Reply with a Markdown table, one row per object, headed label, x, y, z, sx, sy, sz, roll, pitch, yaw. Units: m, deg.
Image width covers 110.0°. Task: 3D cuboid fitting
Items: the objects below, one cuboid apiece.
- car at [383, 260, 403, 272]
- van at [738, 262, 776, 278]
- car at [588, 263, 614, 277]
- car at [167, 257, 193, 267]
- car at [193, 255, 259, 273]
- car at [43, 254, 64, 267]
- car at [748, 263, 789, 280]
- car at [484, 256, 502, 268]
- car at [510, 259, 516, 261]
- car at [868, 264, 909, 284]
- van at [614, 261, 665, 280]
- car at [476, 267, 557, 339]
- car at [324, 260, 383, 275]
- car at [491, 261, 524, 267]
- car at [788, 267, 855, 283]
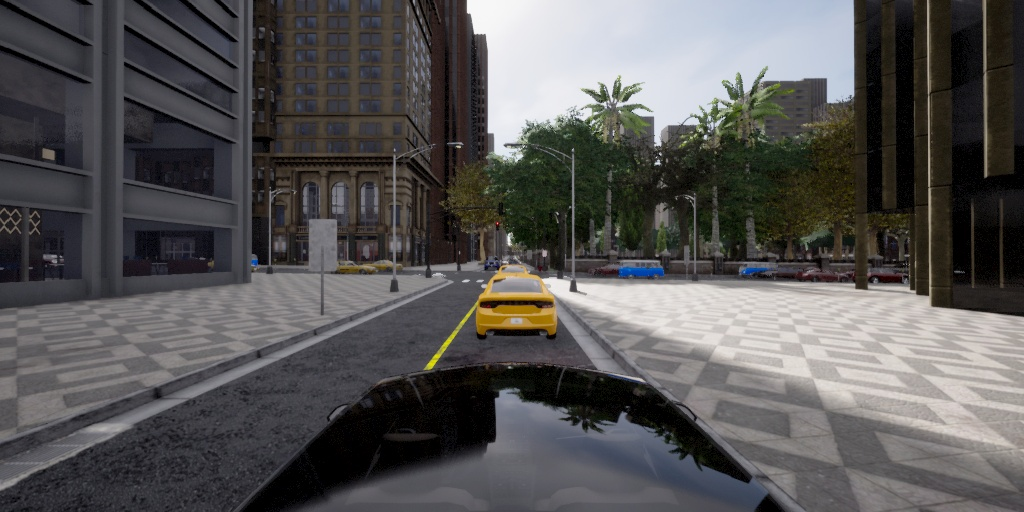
| label | x | y | z | sx | sy | sz | roll | pitch | yaw |
| --- | --- | --- | --- | --- | --- | --- | --- | --- | --- |
| car | -15.272 | 1.110 | 41.851 | 4.829 | 1.417 | 1.751 | 0 | 0 | 0 |
| van | 28.554 | 1.646 | 41.579 | 3.998 | 1.789 | 1.690 | 0 | 0 | 0 |
| car | 10.680 | 1.520 | 39.025 | 4.674 | 1.442 | 1.812 | 1 | 0 | 0 |
| car | -37.782 | 0.783 | 41.992 | 4.313 | 1.339 | 1.948 | 0 | 0 | 0 |
| car | -26.316 | 0.874 | 33.395 | 4.829 | 1.417 | 1.751 | 0 | 0 | 0 |
| car | -43.498 | 0.515 | 33.502 | 4.097 | 1.591 | 1.967 | 0 | 0 | 0 |
| car | 29.210 | 1.848 | 38.910 | 5.357 | 1.411 | 2.033 | 1 | 0 | 0 |
| car | -2.975 | 1.046 | 54.563 | 2.150 | 2.045 | 5.566 | 0 | 0 | 0 |
| car | 0.240 | 1.360 | 50.639 | 2.033 | 1.411 | 5.357 | 0 | 0 | 1 |
| car | 34.035 | 1.785 | 33.019 | 4.097 | 1.591 | 1.967 | 0 | 0 | 0 |
| van | 11.942 | 1.322 | 33.156 | 3.998 | 1.789 | 1.690 | 0 | 0 | 0 |
| car | 0.112 | 1.232 | 10.108 | 1.882 | 1.535 | 5.008 | 0 | 0 | 0 |
| car | -14.975 | 1.059 | 33.324 | 4.829 | 1.417 | 1.751 | 0 | 0 | 0 |
| car | 0.042 | 1.238 | 20.168 | 1.882 | 1.535 | 5.008 | 0 | 0 | 0 |
| car | 28.512 | 1.837 | 33.053 | 4.207 | 1.307 | 1.802 | 0 | 0 | 0 |
